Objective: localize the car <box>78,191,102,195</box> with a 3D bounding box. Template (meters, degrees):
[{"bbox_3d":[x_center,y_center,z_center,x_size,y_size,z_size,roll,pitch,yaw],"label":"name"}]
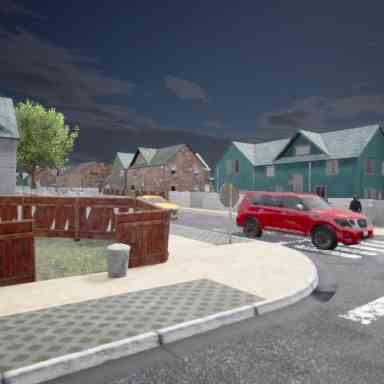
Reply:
[{"bbox_3d":[-9.627,0.810,32.846,1.812,1.442,4.674,1,1,-35],"label":"car"}]

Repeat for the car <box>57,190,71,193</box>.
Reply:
[{"bbox_3d":[-15.976,0.551,41.809,1.837,1.490,4.892,1,0,-35],"label":"car"}]

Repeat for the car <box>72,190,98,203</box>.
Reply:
[{"bbox_3d":[-14.320,0.543,44.395,1.882,1.535,5.008,1,1,-35],"label":"car"}]

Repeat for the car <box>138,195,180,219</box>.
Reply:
[{"bbox_3d":[-2.725,1.024,23.188,1.882,1.535,5.008,1,1,-36],"label":"car"}]

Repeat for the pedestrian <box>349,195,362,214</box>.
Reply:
[{"bbox_3d":[8.541,1.031,17.518,0.375,1.860,0.375,3,-2,-36],"label":"pedestrian"}]

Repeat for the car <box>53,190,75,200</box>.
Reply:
[{"bbox_3d":[-20.386,0.387,52.792,2.033,1.411,5.357,1,1,-36],"label":"car"}]

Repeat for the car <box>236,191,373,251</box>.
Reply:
[{"bbox_3d":[4.357,1.034,13.824,2.150,2.045,5.566,1,1,-40],"label":"car"}]
